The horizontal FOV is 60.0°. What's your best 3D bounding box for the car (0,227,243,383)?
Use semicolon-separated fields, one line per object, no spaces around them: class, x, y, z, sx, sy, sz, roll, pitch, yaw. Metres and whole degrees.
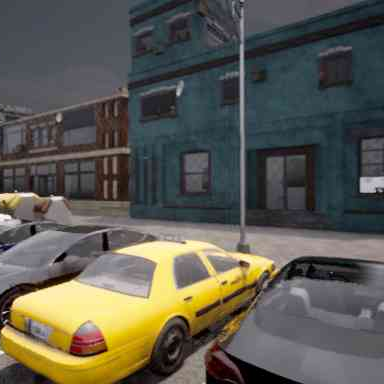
car;-0.191;1.476;5.700;1.946;1.575;5.366;0;0;35

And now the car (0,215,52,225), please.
car;-4.857;1.506;8.726;2.163;1.488;4.792;0;0;35

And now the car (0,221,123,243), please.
car;-2.587;1.507;7.125;2.163;1.488;4.792;0;0;35

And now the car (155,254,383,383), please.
car;1.990;1.510;3.971;2.163;1.488;4.792;0;0;35
